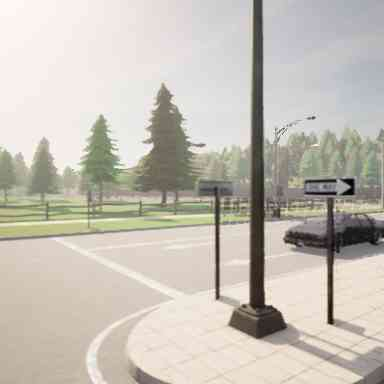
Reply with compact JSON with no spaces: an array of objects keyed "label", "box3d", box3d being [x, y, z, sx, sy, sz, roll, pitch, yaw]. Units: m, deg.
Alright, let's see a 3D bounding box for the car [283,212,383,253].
[{"label":"car","box3d":[6.221,1.542,13.939,5.357,1.411,2.033,0,0,-35]}]
